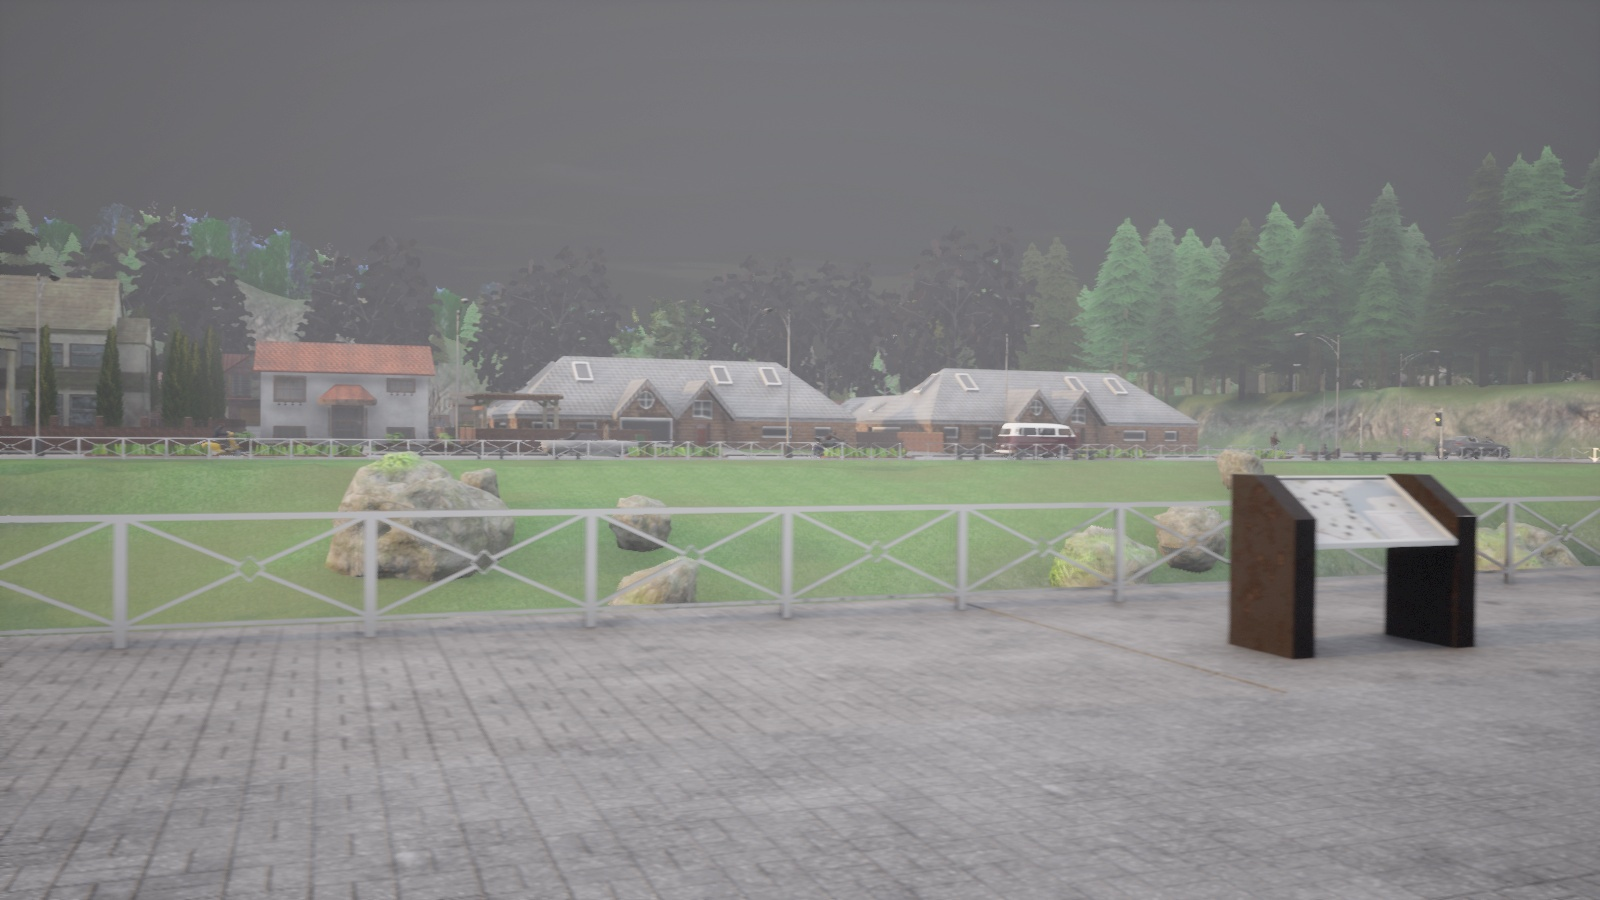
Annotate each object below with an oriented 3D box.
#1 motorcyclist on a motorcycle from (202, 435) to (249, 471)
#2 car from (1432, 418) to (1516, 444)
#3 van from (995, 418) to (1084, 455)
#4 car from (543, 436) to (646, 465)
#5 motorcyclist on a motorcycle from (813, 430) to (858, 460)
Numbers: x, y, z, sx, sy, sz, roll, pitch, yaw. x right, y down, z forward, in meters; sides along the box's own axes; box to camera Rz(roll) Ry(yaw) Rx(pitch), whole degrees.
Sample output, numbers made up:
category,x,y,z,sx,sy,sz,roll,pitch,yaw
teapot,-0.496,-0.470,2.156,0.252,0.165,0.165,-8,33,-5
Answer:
category,x,y,z,sx,sy,sz,roll,pitch,yaw
motorcyclist on a motorcycle,-25.504,0.120,55.773,1.817,1.590,0.866,-1,1,-21
car,44.123,-1.238,82.215,5.027,1.651,2.152,-1,1,-21
van,13.466,-0.772,70.556,4.480,2.038,2.069,-1,1,-21
car,-10.091,0.005,61.623,4.718,1.301,1.895,-1,1,-21
motorcyclist on a motorcycle,1.864,-0.264,66.158,2.191,1.530,0.866,-1,1,-21
